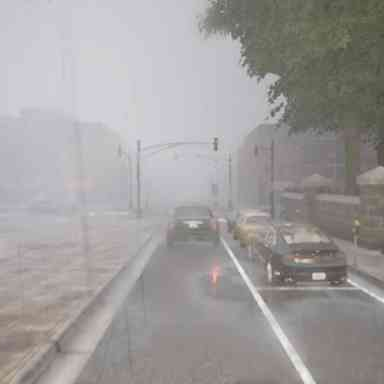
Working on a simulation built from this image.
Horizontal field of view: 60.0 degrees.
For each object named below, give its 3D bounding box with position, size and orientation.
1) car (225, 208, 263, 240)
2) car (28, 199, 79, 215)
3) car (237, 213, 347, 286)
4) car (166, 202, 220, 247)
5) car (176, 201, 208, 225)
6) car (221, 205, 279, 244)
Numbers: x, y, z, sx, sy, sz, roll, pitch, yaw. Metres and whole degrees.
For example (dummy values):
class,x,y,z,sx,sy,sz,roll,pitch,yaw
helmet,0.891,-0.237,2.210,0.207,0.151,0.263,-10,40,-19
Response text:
class,x,y,z,sx,sy,sz,roll,pitch,yaw
car,2.669,1.438,14.217,1.752,1.417,4.829,-1,0,0
car,-12.300,1.341,29.661,4.181,1.385,1.994,1,2,1
car,2.619,1.494,9.055,2.008,1.369,4.403,-1,0,0
car,0.060,1.263,14.592,2.097,1.767,4.553,0,0,0
car,0.001,1.416,24.027,2.033,1.411,5.357,0,0,0
car,2.645,1.453,16.191,2.008,1.369,4.403,-1,0,0
